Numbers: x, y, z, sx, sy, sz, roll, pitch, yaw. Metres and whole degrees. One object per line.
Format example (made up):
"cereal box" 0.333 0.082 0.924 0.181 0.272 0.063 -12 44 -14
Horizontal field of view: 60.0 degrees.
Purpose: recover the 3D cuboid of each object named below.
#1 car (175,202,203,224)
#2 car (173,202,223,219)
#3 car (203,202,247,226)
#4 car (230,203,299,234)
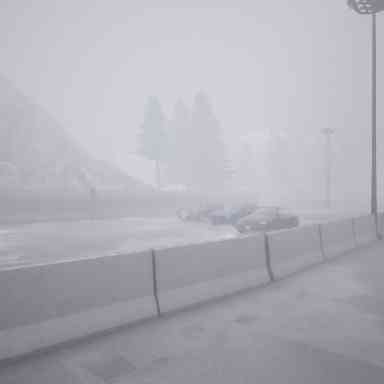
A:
"car" 1.068 1.491 25.311 2.128 1.511 4.902 0 0 42
"car" 0.635 1.601 30.081 1.895 1.301 4.718 0 0 42
"car" 3.221 1.477 22.465 1.882 1.535 5.008 0 0 42
"car" 4.347 1.526 18.469 1.812 1.442 4.674 0 0 42
